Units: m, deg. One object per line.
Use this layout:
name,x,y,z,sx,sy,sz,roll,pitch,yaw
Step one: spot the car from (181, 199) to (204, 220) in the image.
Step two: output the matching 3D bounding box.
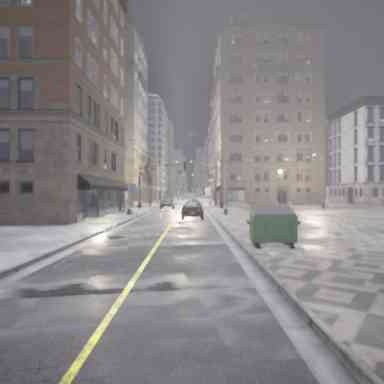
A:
car,0.065,1.542,29.370,1.882,1.535,5.008,0,0,1

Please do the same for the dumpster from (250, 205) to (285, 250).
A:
dumpster,3.138,1.426,14.057,1.020,1.700,1.940,0,0,0

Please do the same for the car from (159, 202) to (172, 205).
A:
car,-2.996,1.347,41.424,2.033,1.411,5.357,0,0,0

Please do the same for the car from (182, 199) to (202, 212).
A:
car,0.115,1.637,41.638,2.033,1.411,5.357,0,0,6
